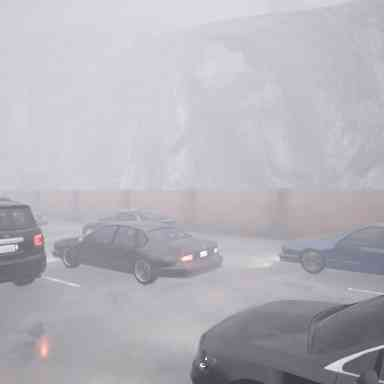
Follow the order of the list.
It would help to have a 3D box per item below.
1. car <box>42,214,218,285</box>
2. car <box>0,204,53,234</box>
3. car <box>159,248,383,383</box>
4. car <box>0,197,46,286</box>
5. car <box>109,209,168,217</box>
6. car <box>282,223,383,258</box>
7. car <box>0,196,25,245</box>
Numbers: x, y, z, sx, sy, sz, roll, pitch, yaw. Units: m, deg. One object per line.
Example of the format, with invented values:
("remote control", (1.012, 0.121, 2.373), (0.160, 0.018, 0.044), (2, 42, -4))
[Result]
("car", (-1.762, 1.547, 9.530), (5.357, 1.411, 2.033), (0, 0, 35))
("car", (-11.011, 1.547, 20.402), (5.357, 1.411, 2.033), (0, 0, 35))
("car", (2.247, 1.505, 2.445), (4.892, 1.490, 1.837), (0, 0, 35))
("car", (-5.865, 1.221, 8.155), (5.566, 2.045, 2.150), (0, 0, 35))
("car", (-2.785, 1.505, 14.555), (4.892, 1.490, 1.837), (0, 0, 35))
("car", (5.160, 1.547, 8.916), (5.357, 1.411, 2.033), (0, 0, 35))
("car", (-10.357, 1.221, 15.634), (5.566, 2.045, 2.150), (0, 0, 36))
